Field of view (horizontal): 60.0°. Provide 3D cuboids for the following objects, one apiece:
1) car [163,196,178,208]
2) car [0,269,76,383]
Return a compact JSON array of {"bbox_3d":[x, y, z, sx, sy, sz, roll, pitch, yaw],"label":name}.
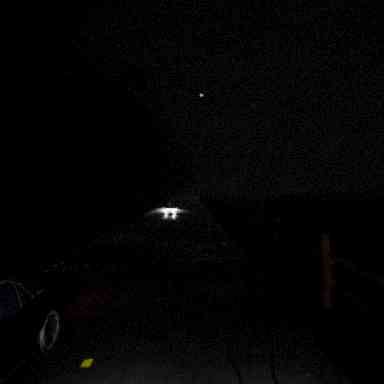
[{"bbox_3d":[-2.830,1.324,44.683,2.128,1.511,4.902,0,0,0],"label":"car"},{"bbox_3d":[-2.850,1.595,3.270,1.895,1.301,4.718,0,0,0],"label":"car"}]
